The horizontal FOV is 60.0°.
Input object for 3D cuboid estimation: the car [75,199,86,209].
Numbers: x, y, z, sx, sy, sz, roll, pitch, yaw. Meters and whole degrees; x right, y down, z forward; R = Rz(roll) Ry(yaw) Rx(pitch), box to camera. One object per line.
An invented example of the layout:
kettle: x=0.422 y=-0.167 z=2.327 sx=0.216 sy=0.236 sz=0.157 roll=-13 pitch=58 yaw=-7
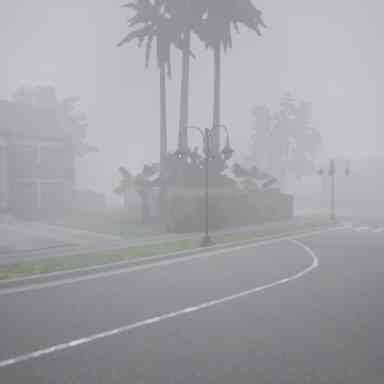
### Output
car: x=-15.397 y=1.182 z=40.389 sx=1.932 sy=1.855 sz=4.605 roll=0 pitch=0 yaw=44
